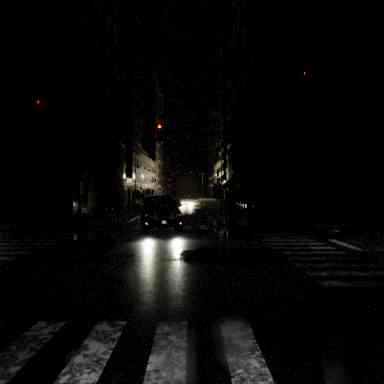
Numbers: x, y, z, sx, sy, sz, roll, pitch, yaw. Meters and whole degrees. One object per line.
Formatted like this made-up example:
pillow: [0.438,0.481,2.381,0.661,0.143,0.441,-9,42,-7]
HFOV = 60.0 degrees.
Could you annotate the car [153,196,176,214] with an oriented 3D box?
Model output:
car: [-2.870,1.338,35.822,2.097,1.767,4.553,0,0,0]

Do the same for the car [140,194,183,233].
car: [-1.984,1.210,20.317,2.150,2.045,5.566,0,1,-11]

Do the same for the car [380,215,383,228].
car: [12.339,1.282,16.815,5.009,1.841,2.192,0,0,0]

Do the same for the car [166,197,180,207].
car: [-2.869,1.536,51.726,1.994,1.385,4.181,0,0,0]
